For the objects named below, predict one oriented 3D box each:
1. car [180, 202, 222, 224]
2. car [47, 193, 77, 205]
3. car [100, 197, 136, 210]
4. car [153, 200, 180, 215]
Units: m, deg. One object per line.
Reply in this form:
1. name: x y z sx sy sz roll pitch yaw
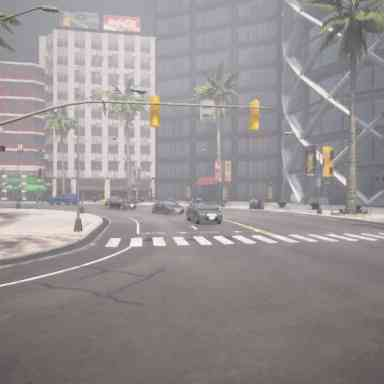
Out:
1. car: 0.821 1.501 24.886 2.128 1.511 4.902 0 0 -12
2. car: -22.313 1.237 57.793 5.566 2.045 2.150 0 0 16
3. car: -9.166 1.505 42.438 4.902 1.511 2.128 0 0 42
4. car: -2.495 1.538 33.969 1.812 1.442 4.674 0 0 -30
